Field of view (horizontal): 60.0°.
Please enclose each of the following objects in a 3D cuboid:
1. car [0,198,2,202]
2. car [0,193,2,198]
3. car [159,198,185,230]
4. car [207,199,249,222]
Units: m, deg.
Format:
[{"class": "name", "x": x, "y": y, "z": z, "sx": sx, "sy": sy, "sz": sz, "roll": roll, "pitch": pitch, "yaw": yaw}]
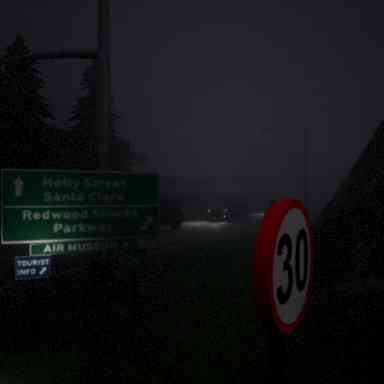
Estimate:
[{"class": "car", "x": -12.393, "y": 1.504, "z": 26.071, "sx": 1.905, "sy": 1.878, "sz": 3.866, "roll": 0, "pitch": 0, "yaw": 35}, {"class": "car", "x": -38.597, "y": 1.489, "z": 70.013, "sx": 4.514, "sy": 1.523, "sz": 2.007, "roll": 0, "pitch": 0, "yaw": 35}, {"class": "car", "x": -2.706, "y": 1.414, "z": 20.812, "sx": 2.150, "sy": 2.045, "sz": 5.566, "roll": 0, "pitch": 0, "yaw": 36}, {"class": "car", "x": 3.183, "y": 1.545, "z": 28.908, "sx": 2.097, "sy": 1.767, "sz": 4.553, "roll": 0, "pitch": 0, "yaw": 36}]
